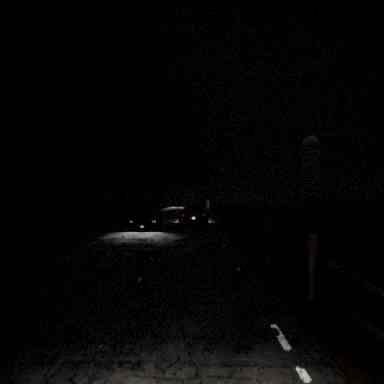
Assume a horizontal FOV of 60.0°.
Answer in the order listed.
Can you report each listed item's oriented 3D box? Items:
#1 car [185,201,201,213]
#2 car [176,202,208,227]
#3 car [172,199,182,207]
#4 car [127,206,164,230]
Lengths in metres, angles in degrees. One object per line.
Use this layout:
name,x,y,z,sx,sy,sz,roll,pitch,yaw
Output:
car,0.102,1.880,41.817,1.895,1.301,4.718,0,-1,0
car,0.100,1.648,23.295,1.994,1.385,4.181,0,0,0
car,-2.777,2.059,63.724,2.128,1.511,4.902,0,-1,1
car,-2.850,1.619,21.632,2.033,1.411,5.357,0,0,0
